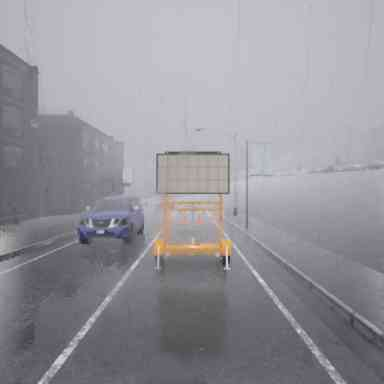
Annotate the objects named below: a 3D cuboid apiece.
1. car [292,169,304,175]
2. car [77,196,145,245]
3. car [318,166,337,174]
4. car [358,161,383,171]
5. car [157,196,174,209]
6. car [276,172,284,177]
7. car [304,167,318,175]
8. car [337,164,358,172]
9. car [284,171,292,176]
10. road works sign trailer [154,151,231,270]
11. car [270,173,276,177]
[{"bbox_3d":[22.431,-3.784,66.151,2.097,1.535,5.008,0,1,-4],"label":"car"},{"bbox_3d":[-3.603,1.214,15.858,2.150,2.045,5.566,0,0,0],"label":"car"},{"bbox_3d":[23.522,-3.547,54.954,2.163,1.488,4.792,0,1,-6],"label":"car"},{"bbox_3d":[25.032,-3.372,44.120,2.231,1.521,4.892,0,1,-9],"label":"car"},{"bbox_3d":[-3.567,1.335,44.897,2.097,1.767,4.553,0,0,-1],"label":"car"},{"bbox_3d":[21.843,-3.984,77.229,2.231,1.521,4.892,0,1,-1],"label":"car"},{"bbox_3d":[22.901,-3.808,60.645,2.185,1.767,4.553,0,1,-5],"label":"car"},{"bbox_3d":[24.226,-3.435,49.481,2.002,1.452,4.674,0,1,-7],"label":"car"},{"bbox_3d":[22.078,-3.847,71.687,2.002,1.452,4.674,0,1,-3],"label":"car"},{"bbox_3d":[0.036,0.459,11.058,2.380,3.560,2.880,0,0,1],"label":"road works sign trailer"},{"bbox_3d":[21.713,-4.064,82.747,2.231,1.521,4.892,0,1,-1],"label":"car"}]
